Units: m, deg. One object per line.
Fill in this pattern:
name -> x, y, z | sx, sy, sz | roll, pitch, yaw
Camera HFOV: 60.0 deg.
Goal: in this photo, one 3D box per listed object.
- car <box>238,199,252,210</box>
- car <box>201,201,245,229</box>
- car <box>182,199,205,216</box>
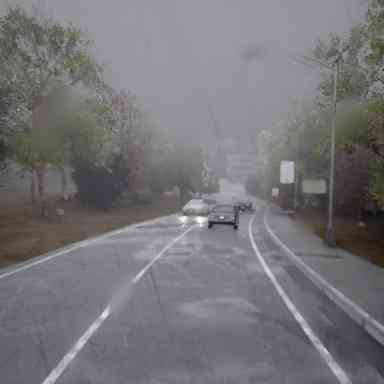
car -> 6.642, 1.594, 42.518 | 1.895, 1.301, 4.718 | 1, 0, 13
car -> 2.185, 1.534, 21.881 | 2.033, 1.411, 5.357 | 1, 0, 10
car -> 0.411, 1.440, 31.501 | 1.812, 1.442, 4.674 | 1, 0, 13
